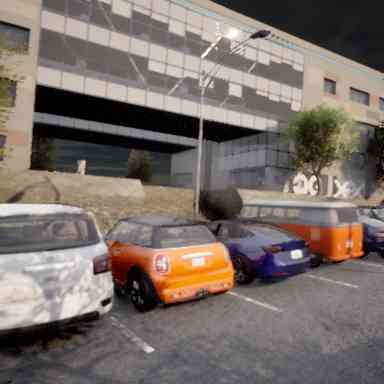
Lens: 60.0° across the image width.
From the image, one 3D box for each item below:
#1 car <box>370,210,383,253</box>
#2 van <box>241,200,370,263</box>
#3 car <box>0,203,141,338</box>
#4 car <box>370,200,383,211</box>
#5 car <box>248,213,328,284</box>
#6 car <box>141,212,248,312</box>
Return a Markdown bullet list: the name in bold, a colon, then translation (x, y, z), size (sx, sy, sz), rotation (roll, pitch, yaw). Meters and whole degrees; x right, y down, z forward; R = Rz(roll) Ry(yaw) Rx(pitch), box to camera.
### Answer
- **car**: translation (5.702, 1.556, 13.027), size (2.002, 1.452, 4.674), rotation (0, 0, -35)
- **van**: translation (3.359, 1.282, 11.503), size (1.878, 1.987, 4.442), rotation (0, 0, -35)
- **car**: translation (-3.415, 1.232, 6.565), size (2.435, 2.045, 5.566), rotation (0, 0, -35)
- **car**: translation (7.958, 1.399, 14.674), size (2.185, 1.767, 4.553), rotation (0, 0, -35)
- **car**: translation (1.133, 1.529, 9.807), size (2.163, 1.488, 4.792), rotation (0, 0, -35)
- **car**: translation (-1.105, 1.366, 8.139), size (2.185, 1.767, 4.553), rotation (0, 0, -35)
